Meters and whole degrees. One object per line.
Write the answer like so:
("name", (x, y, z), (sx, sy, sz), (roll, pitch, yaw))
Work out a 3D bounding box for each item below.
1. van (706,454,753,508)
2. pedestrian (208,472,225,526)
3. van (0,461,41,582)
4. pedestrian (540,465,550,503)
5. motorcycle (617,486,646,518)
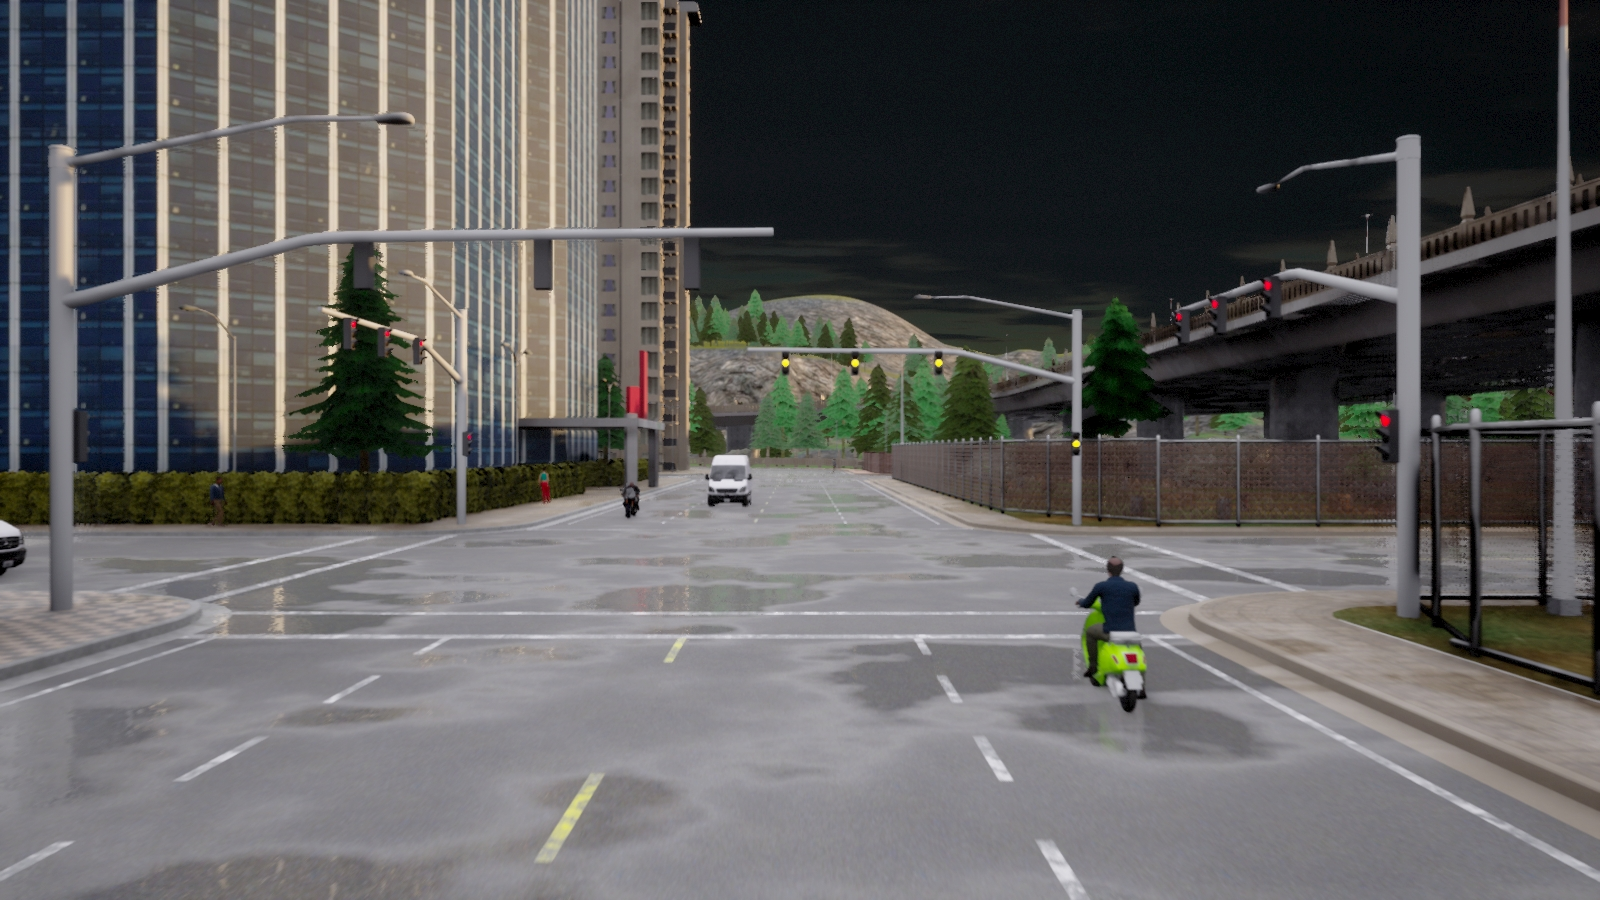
("van", (-3.492, 1.478, 57.588), (1.988, 2.561, 5.915), (0, 0, 0))
("pedestrian", (-20.255, 1.696, 39.673), (0.375, 1.860, 0.375), (0, 0, 13))
("van", (-20.059, 1.534, 24.768), (5.915, 2.561, 1.988), (0, 0, 0))
("pedestrian", (-12.354, 1.640, 55.287), (0.375, 1.860, 0.375), (0, 0, 3))
("motorcycle", (-6.992, 2.149, 47.554), (0.867, 1.251, 2.209), (0, 0, 0))
